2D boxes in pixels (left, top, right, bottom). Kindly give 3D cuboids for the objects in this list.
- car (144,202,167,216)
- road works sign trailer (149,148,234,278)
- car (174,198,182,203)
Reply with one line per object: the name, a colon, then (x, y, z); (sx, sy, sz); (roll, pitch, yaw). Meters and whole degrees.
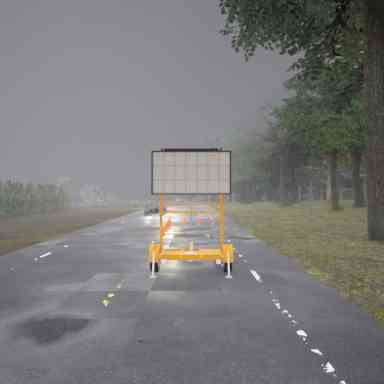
car: (-3.657, 1.678, 33.629); (1.994, 1.385, 4.181); (0, 0, 0)
road works sign trailer: (-0.016, 0.480, 10.154); (2.380, 3.560, 2.880); (0, 0, 0)
car: (-3.651, 2.280, 87.643); (2.128, 1.511, 4.902); (0, -1, 0)
